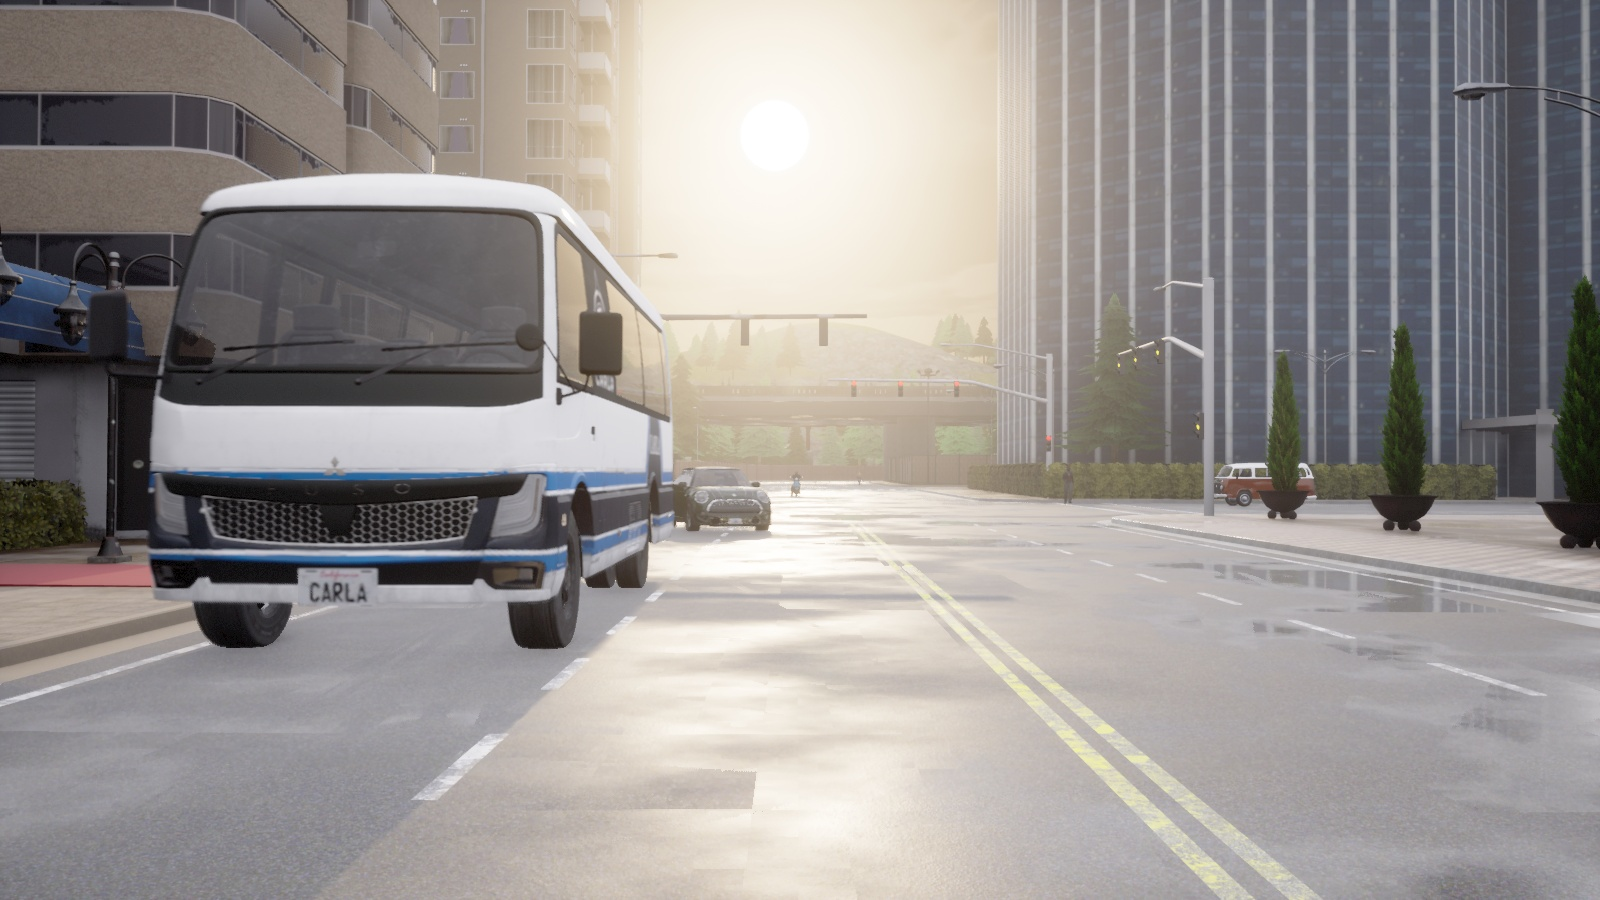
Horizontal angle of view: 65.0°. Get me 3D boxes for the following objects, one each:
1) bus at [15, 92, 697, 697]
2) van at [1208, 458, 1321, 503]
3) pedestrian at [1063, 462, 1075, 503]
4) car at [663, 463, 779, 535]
[{"bbox_3d":[-3.542,-0.314,13.975,3.944,4.253,10.273,0,-1,0],"label":"bus"},{"bbox_3d":[21.638,1.433,58.627,4.480,2.038,2.069,0,-1,-1],"label":"van"},{"bbox_3d":[12.827,1.552,59.913,0.402,1.930,0.666,0,-1,2],"label":"pedestrian"},{"bbox_3d":[-2.183,1.239,33.232,2.097,1.767,4.553,0,-1,-16],"label":"car"}]
